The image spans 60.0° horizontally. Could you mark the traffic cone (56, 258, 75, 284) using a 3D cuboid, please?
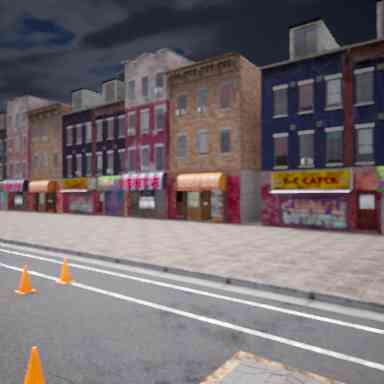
[{"bbox_3d":[-3.171,1.953,8.329,0.340,0.580,0.340,0,0,36],"label":"traffic cone"}]

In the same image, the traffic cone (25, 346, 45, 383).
[{"bbox_3d":[-1.684,1.951,3.556,0.340,0.580,0.340,0,0,36],"label":"traffic cone"}]

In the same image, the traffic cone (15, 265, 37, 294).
[{"bbox_3d":[-3.757,1.951,7.519,0.340,0.580,0.340,0,0,36],"label":"traffic cone"}]
